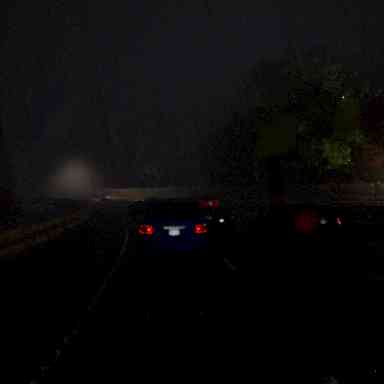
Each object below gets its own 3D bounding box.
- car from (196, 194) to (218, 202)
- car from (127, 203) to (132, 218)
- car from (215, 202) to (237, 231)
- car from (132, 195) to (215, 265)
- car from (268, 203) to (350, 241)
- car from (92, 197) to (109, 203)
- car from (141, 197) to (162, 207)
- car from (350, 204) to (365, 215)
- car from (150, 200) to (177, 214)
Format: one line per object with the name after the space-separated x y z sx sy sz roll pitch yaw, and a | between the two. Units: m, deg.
0.970 1.234 35.300 2.150 2.045 5.566 0 0 -19 | car
-4.844 1.578 30.676 2.033 1.411 5.357 0 0 -17 | car
1.290 1.569 20.458 1.994 1.385 4.181 0 0 -10 | car
-0.851 1.229 11.934 2.150 2.045 5.566 0 0 -8 | car
5.484 1.342 16.774 2.097 1.767 4.553 0 0 -9 | car
-19.972 1.696 72.361 1.895 1.301 4.718 0 0 -40 | car
-6.396 1.589 52.108 1.994 1.385 4.181 0 0 -28 | car
11.243 1.517 26.075 1.994 1.385 4.181 0 0 -39 | car
-3.222 1.591 36.599 1.994 1.385 4.181 0 0 -20 | car
